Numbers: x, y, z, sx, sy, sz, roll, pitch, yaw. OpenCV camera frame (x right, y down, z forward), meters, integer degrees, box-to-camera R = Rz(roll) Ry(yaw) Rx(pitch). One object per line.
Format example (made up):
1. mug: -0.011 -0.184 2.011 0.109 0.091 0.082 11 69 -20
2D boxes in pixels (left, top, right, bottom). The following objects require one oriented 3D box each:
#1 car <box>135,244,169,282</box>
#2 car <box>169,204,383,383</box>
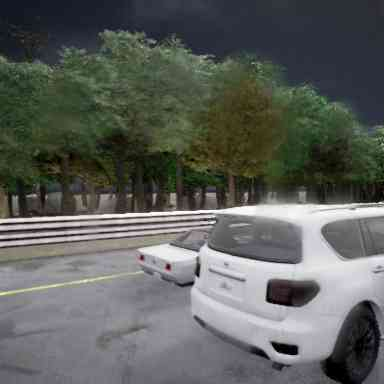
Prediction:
1. car: 1.030 1.596 8.776 4.718 1.301 1.895 0 0 -35
2. car: 2.590 1.218 5.590 5.566 2.045 2.150 0 0 -35
